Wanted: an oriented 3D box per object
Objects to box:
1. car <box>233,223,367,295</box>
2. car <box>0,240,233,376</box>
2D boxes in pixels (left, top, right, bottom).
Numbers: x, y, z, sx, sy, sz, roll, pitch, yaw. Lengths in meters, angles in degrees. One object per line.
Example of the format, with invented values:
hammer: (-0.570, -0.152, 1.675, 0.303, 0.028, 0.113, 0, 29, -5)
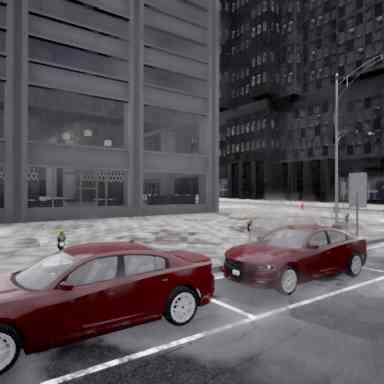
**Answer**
car: (2.800, 1.545, 8.703, 4.507, 1.381, 1.887, 0, 0, -36)
car: (-1.682, 1.545, 5.472, 4.507, 1.381, 1.887, 0, 0, -36)
